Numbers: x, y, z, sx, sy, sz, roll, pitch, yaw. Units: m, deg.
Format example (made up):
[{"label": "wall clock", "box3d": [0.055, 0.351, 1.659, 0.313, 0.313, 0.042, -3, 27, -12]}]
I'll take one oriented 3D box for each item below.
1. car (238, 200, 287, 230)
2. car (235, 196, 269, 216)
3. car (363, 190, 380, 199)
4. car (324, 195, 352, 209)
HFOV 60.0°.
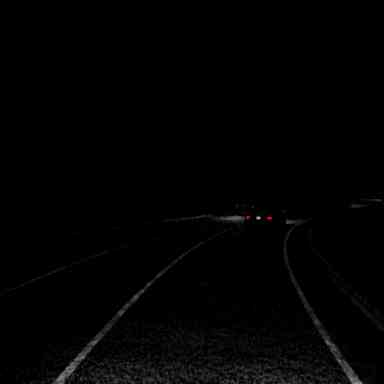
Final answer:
[{"label": "car", "box3d": [4.716, 1.477, 20.894, 2.033, 1.411, 5.357, 0, 0, 23]}, {"label": "car", "box3d": [5.761, 1.217, 30.599, 2.097, 1.767, 4.553, 0, 0, 36]}, {"label": "car", "box3d": [32.981, 0.363, 61.000, 2.097, 1.767, 4.553, -1, 1, 40]}, {"label": "car", "box3d": [17.075, 1.121, 38.757, 2.128, 1.511, 4.902, -1, 1, 42]}]
